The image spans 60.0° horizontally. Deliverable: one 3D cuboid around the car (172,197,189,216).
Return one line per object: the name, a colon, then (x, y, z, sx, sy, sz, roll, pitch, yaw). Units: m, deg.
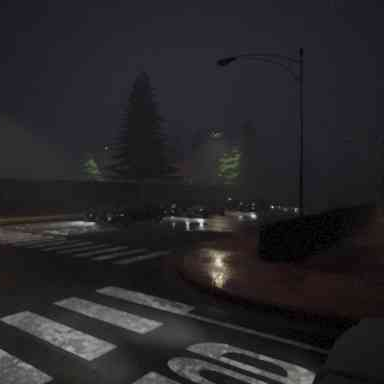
car: (-1.211, 1.334, 32.958, 2.097, 1.767, 4.553, 0, 0, 36)

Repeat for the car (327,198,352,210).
car: (18.466, 1.517, 41.468, 1.812, 1.442, 4.674, 0, 0, 39)

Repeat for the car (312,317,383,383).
car: (3.127, 1.602, 1.797, 4.718, 1.301, 1.895, 0, 0, 37)

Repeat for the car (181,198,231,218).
car: (1.401, 1.511, 30.608, 1.812, 1.442, 4.674, 0, 0, 36)

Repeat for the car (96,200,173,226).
car: (-3.871, 1.477, 23.397, 2.128, 1.511, 4.902, 0, 0, 36)

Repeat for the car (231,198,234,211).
car: (4.941, 1.474, 41.286, 2.128, 1.511, 4.902, 0, 0, 37)

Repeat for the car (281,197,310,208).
car: (15.629, 1.463, 49.157, 1.882, 1.535, 5.008, 0, 0, 44)

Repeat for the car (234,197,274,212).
car: (7.238, 1.337, 38.505, 2.097, 1.767, 4.553, 0, 0, 37)

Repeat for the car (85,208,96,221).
car: (-6.247, 1.547, 26.077, 1.994, 1.385, 4.181, 0, 0, 36)

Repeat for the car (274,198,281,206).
car: (14.490, 1.559, 53.058, 4.181, 1.385, 1.994, 0, 0, -44)
